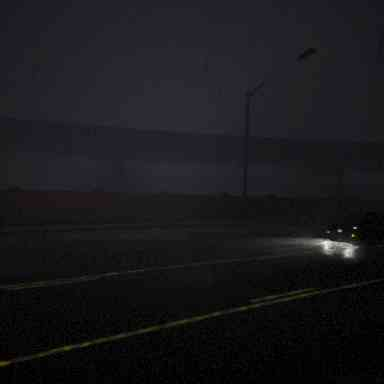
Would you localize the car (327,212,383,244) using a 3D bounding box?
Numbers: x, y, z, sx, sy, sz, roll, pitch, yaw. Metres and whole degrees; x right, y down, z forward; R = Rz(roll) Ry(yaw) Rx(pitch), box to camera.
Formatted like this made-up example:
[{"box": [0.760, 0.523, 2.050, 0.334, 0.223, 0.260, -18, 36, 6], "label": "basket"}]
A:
[{"box": [8.867, 1.706, 16.675, 4.181, 1.385, 1.994, 1, 0, -24], "label": "car"}]
